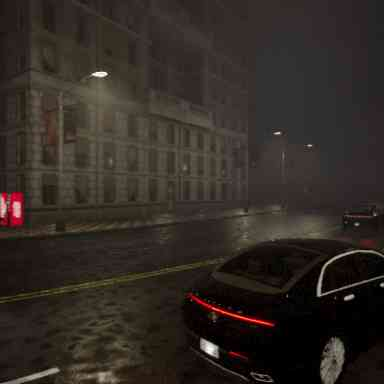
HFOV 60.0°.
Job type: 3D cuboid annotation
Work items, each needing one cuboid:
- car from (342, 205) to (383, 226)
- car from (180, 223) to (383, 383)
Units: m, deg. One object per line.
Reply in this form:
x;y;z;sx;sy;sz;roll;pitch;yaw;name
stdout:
10.170;1.493;19.399;2.128;1.511;4.902;0;0;38;car
2.078;1.505;5.273;4.892;1.490;1.837;0;0;-39;car
